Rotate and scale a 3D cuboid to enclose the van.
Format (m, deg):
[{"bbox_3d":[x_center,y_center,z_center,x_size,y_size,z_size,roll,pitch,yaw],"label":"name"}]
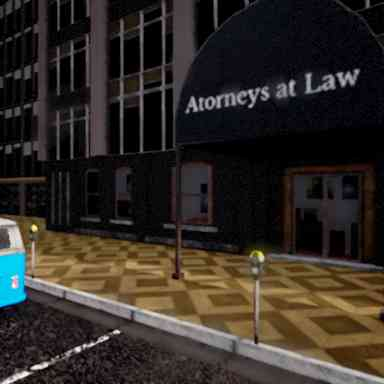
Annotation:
[{"bbox_3d":[-4.842,1.304,6.328,3.998,1.788,1.690,0,0,35],"label":"van"}]
